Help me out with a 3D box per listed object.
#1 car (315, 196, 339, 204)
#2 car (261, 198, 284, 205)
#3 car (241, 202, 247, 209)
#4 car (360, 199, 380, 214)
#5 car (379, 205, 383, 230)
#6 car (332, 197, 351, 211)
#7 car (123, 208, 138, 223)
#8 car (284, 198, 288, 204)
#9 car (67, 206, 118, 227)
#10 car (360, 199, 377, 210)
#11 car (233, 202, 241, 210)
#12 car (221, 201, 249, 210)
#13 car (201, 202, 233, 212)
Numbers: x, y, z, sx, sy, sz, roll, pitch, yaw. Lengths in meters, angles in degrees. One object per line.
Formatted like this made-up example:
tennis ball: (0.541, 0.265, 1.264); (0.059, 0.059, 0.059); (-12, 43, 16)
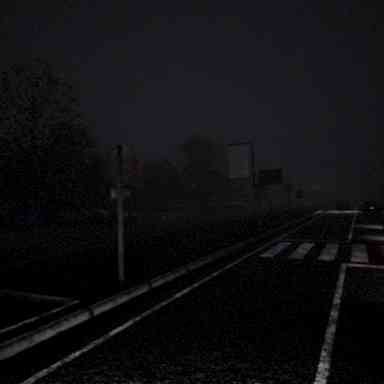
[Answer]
car: (33.718, 2.296, 84.120); (4.892, 1.521, 2.231); (-2, -2, 27)
car: (20.797, 2.701, 87.530); (5.008, 1.535, 2.097); (-2, -1, 27)
car: (6.554, 2.448, 59.285); (5.008, 1.535, 2.097); (-2, -1, 27)
car: (20.354, 1.730, 37.808); (1.994, 1.385, 4.181); (-2, -1, 27)
car: (11.276, 1.489, 17.650); (1.812, 1.442, 4.674); (-2, -1, 27)
car: (21.289, 1.817, 46.965); (1.882, 1.535, 5.008); (-2, -1, 27)
car: (-7.368, 2.082, 31.718); (4.553, 1.767, 2.185); (-2, -1, 26)
car: (23.293, 2.765, 92.508); (5.008, 1.535, 2.097); (-2, -2, 27)
car: (-8.725, 2.223, 28.850); (4.674, 1.452, 2.002); (-2, -1, 26)
car: (26.013, 1.809, 49.126); (2.033, 1.411, 5.357); (-2, -1, 27)
car: (5.091, 2.423, 56.357); (4.892, 1.521, 2.231); (-2, -1, 27)
car: (7.979, 2.513, 62.093); (4.674, 1.452, 2.002); (-2, -1, 27)
car: (3.616, 2.437, 53.432); (4.674, 1.452, 2.002); (-2, -1, 27)
